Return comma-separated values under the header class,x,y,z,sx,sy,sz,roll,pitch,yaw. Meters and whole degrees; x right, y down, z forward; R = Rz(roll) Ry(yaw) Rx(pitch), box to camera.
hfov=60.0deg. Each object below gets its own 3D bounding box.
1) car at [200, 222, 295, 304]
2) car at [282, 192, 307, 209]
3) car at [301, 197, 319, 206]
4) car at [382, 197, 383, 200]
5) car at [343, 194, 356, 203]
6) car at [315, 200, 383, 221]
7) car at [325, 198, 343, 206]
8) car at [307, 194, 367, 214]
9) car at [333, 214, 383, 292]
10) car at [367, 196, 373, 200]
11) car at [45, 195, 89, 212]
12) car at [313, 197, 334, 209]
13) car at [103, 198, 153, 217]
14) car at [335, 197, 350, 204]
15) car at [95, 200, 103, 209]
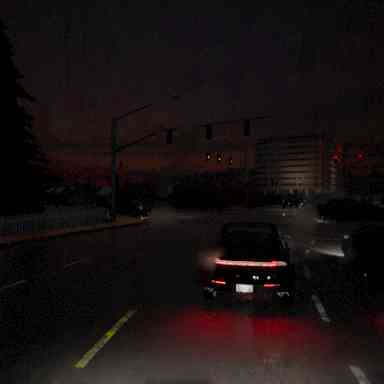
class,x,y,z,sx,sy,sz,roll,pitch,yaw
car,1.448,1.492,8.258,2.128,1.511,4.902,0,0,12
car,14.393,1.221,46.672,2.150,2.045,5.566,0,0,32
car,19.508,1.526,54.940,1.812,1.442,4.674,0,0,32
car,36.636,1.543,62.481,2.033,1.411,5.357,0,0,32
car,33.736,1.355,71.201,2.097,1.767,4.553,0,0,32
car,12.843,1.584,25.920,5.357,1.411,2.033,0,0,1
car,23.242,1.601,54.325,1.895,1.301,4.718,0,0,32
car,14.011,1.399,32.202,4.553,1.767,2.097,0,0,32
car,5.200,1.547,8.624,2.033,1.411,5.357,0,0,16
car,35.358,1.525,67.163,2.128,1.511,4.902,0,0,32
car,-14.042,1.277,37.155,5.566,2.045,2.150,0,0,32
car,18.457,1.526,46.579,1.812,1.442,4.674,0,0,32
car,-5.921,1.407,32.067,4.553,1.767,2.097,0,0,32
car,28.382,1.601,62.527,1.895,1.301,4.718,0,0,32
car,-9.008,1.547,38.135,4.902,1.511,2.128,0,0,32
